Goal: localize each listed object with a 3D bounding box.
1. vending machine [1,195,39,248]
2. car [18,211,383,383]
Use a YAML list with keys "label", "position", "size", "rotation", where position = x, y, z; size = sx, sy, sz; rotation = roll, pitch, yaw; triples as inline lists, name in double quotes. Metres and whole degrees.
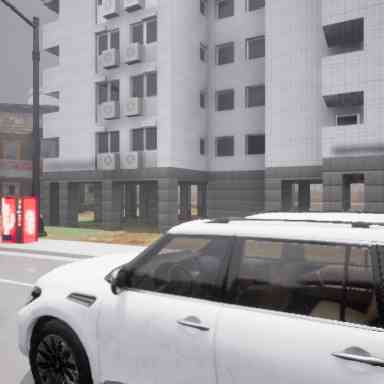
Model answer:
- label: "vending machine"
  position: [-7.198, 1.195, 13.927]
  size: [0.880, 2.100, 1.100]
  rotation: [0, 0, 21]
- label: "car"
  position: [0.647, 1.221, 3.382]
  size: [5.566, 2.045, 2.150]
  rotation: [0, 0, 32]
